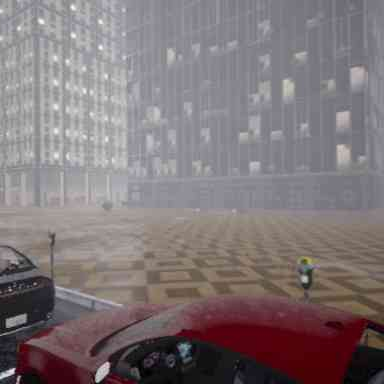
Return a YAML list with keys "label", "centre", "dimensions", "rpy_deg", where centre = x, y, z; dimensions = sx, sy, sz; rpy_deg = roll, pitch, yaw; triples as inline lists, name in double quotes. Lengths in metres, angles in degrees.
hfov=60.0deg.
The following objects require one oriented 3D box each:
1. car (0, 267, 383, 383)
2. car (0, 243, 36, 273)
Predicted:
- label: "car"
  centre: [0.339, 1.544, 2.645]
  dimensions: [4.507, 1.381, 1.887]
  rpy_deg: [0, -1, 36]
- label: "car"
  centre: [-4.196, 1.545, 5.879]
  dimensions: [4.403, 1.369, 2.008]
  rpy_deg: [0, -1, 36]
